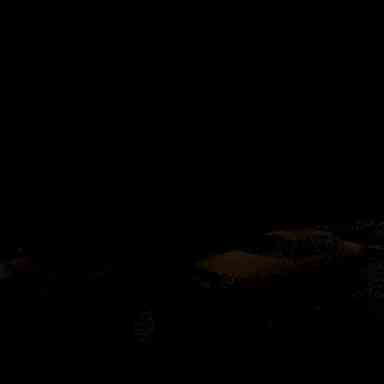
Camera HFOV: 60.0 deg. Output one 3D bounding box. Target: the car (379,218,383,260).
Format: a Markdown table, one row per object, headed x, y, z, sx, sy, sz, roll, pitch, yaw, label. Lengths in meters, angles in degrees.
| x | y | z | sx | sy | sz | roll | pitch | yaw | label |
| --- | --- | --- | --- | --- | --- | --- | --- | --- | --- |
| 6.844 | 1.523 | 11.080 | 4.206 | 1.307 | 1.802 | 0 | 0 | -36 | car |

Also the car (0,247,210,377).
| x | y | z | sx | sy | sz | roll | pitch | yaw | label |
| --- | --- | --- | --- | --- | --- | --- | --- | --- | --- |
| -2.137 | 1.540 | 4.664 | 4.507 | 1.381 | 1.887 | 0 | 0 | -36 | car |

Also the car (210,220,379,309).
| x | y | z | sx | sy | sz | roll | pitch | yaw | label |
| --- | --- | --- | --- | --- | --- | --- | --- | --- | --- |
| 2.215 | 1.494 | 7.773 | 4.829 | 1.417 | 1.752 | 0 | 0 | -36 | car |
